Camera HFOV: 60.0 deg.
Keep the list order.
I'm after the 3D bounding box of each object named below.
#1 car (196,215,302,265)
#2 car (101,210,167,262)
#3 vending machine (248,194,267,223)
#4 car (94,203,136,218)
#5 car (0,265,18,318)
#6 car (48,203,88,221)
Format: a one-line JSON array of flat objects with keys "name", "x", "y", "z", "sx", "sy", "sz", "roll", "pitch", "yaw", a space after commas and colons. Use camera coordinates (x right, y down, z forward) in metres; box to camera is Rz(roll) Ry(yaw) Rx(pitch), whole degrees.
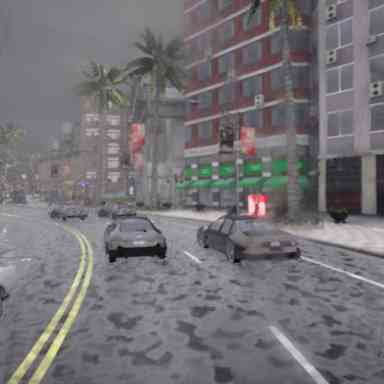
[{"name": "car", "x": 1.701, "y": 1.540, "z": 11.836, "sx": 2.033, "sy": 1.411, "sz": 5.357, "roll": -1, "pitch": 0, "yaw": -15}, {"name": "car", "x": -2.254, "y": 1.595, "z": 12.521, "sx": 1.994, "sy": 1.385, "sz": 4.181, "roll": 0, "pitch": 0, "yaw": -17}, {"name": "vending machine", "x": 4.803, "y": 1.167, "z": 24.441, "sx": 1.100, "sy": 2.100, "sz": 0.880, "roll": -1, "pitch": 0, "yaw": -27}, {"name": "car", "x": -6.724, "y": 1.634, "z": 29.015, "sx": 2.033, "sy": 1.411, "sz": 5.357, "roll": 0, "pitch": 0, "yaw": -37}, {"name": "car", "x": -4.029, "y": 1.643, "z": 4.208, "sx": 1.895, "sy": 1.301, "sz": 4.718, "roll": -1, "pitch": 0, "yaw": -8}, {"name": "car", "x": -10.659, "y": 1.672, "z": 28.373, "sx": 2.033, "sy": 1.411, "sz": 5.357, "roll": 0, "pitch": 0, "yaw": -39}]
